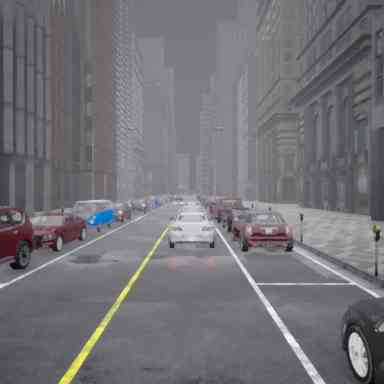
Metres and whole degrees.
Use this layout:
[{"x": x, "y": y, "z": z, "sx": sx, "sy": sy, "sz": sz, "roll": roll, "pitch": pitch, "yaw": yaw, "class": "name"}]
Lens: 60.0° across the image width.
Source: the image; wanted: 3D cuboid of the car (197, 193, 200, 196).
[{"x": 2.760, "y": 1.593, "z": 87.137, "sx": 1.802, "sy": 1.307, "sz": 4.206, "roll": 0, "pitch": 0, "yaw": 0, "class": "car"}]

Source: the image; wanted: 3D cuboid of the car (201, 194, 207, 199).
[{"x": 2.760, "y": 1.437, "z": 47.683, "sx": 1.967, "sy": 1.590, "sz": 4.097, "roll": 0, "pitch": 0, "yaw": 0, "class": "car"}]

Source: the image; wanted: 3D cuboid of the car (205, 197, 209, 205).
[{"x": 2.760, "y": 1.562, "z": 36.411, "sx": 1.947, "sy": 1.339, "sz": 4.313, "roll": 0, "pitch": 0, "yaw": 0, "class": "car"}]

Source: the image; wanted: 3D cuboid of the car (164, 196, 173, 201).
[{"x": -5.765, "y": 1.575, "z": 81.496, "sx": 1.947, "sy": 1.339, "sz": 4.313, "roll": 0, "pitch": 0, "yaw": 0, "class": "car"}]

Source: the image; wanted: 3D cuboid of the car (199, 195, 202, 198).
[{"x": 2.760, "y": 1.565, "z": 58.955, "sx": 1.947, "sy": 1.339, "sz": 4.313, "roll": 0, "pitch": 0, "yaw": 0, "class": "car"}]

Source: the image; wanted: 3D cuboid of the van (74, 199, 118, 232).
[{"x": -5.766, "y": 1.338, "z": 19.492, "sx": 1.690, "sy": 1.788, "sz": 3.998, "roll": 0, "pitch": 0, "yaw": 0, "class": "van"}]

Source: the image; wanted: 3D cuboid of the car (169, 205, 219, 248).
[{"x": 0.000, "y": 1.531, "z": 14.651, "sx": 1.812, "sy": 1.442, "sz": 4.674, "roll": 0, "pitch": 0, "yaw": 0, "class": "car"}]

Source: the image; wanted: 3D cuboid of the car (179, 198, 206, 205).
[{"x": 0.000, "y": 1.531, "z": 29.651, "sx": 1.812, "sy": 1.442, "sz": 4.674, "roll": 0, "pitch": 0, "yaw": 0, "class": "car"}]

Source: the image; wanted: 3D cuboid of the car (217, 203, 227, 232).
[{"x": 2.760, "y": 1.563, "z": 19.502, "sx": 1.947, "sy": 1.339, "sz": 4.313, "roll": 0, "pitch": 0, "yaw": 0, "class": "car"}]

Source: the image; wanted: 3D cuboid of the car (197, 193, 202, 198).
[{"x": 2.760, "y": 1.588, "z": 75.865, "sx": 1.802, "sy": 1.307, "sz": 4.206, "roll": 0, "pitch": 0, "yaw": 0, "class": "car"}]

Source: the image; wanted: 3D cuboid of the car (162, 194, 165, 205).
[{"x": -5.765, "y": 1.523, "z": 53.143, "sx": 1.752, "sy": 1.417, "sz": 4.829, "roll": 0, "pitch": 0, "yaw": 0, "class": "car"}]

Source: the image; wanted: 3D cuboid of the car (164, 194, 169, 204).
[{"x": -5.765, "y": 1.550, "z": 58.948, "sx": 2.008, "sy": 1.369, "sz": 4.403, "roll": 0, "pitch": 0, "yaw": 0, "class": "car"}]

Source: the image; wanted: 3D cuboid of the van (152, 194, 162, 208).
[{"x": -5.766, "y": 1.338, "z": 47.676, "sx": 1.690, "sy": 1.788, "sz": 3.998, "roll": 0, "pitch": 0, "yaw": 0, "class": "van"}]

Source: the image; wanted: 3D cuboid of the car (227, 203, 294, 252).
[{"x": 2.760, "y": 1.437, "z": 13.865, "sx": 1.967, "sy": 1.590, "sz": 4.097, "roll": 0, "pitch": 0, "yaw": 0, "class": "car"}]

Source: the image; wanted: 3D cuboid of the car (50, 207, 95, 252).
[{"x": -5.765, "y": 1.542, "z": 13.856, "sx": 1.887, "sy": 1.381, "sz": 4.507, "roll": 0, "pitch": 0, "yaw": 0, "class": "car"}]

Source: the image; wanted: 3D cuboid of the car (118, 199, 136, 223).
[{"x": -5.765, "y": 1.437, "z": 25.129, "sx": 1.967, "sy": 1.590, "sz": 4.097, "roll": 0, "pitch": 0, "yaw": 0, "class": "car"}]

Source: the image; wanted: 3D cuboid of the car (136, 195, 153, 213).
[{"x": -5.765, "y": 1.437, "z": 36.403, "sx": 1.967, "sy": 1.590, "sz": 4.097, "roll": 0, "pitch": 0, "yaw": 0, "class": "car"}]

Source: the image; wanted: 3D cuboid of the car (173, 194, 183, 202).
[{"x": -3.000, "y": 1.555, "z": 75.898, "sx": 1.895, "sy": 1.301, "sz": 4.718, "roll": 0, "pitch": 0, "yaw": 0, "class": "car"}]

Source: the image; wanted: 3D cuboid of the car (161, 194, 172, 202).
[{"x": -5.766, "y": 1.321, "z": 75.859, "sx": 2.192, "sy": 1.841, "sz": 5.009, "roll": 0, "pitch": 0, "yaw": 0, "class": "car"}]

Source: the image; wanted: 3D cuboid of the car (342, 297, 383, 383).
[{"x": 2.760, "y": 1.548, "z": 2.593, "sx": 2.008, "sy": 1.369, "sz": 4.403, "roll": 0, "pitch": 0, "yaw": 0, "class": "car"}]

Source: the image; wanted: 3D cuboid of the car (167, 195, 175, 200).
[{"x": -5.765, "y": 1.566, "z": 92.768, "sx": 2.008, "sy": 1.369, "sz": 4.403, "roll": 0, "pitch": 0, "yaw": 0, "class": "car"}]

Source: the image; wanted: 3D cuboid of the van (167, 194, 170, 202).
[{"x": -5.766, "y": 1.342, "z": 64.585, "sx": 1.690, "sy": 1.788, "sz": 3.998, "roll": 0, "pitch": 0, "yaw": 0, "class": "van"}]

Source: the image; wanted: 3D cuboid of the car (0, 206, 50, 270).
[{"x": -5.766, "y": 1.312, "z": 8.218, "sx": 2.192, "sy": 1.841, "sz": 5.009, "roll": 0, "pitch": 0, "yaw": 0, "class": "car"}]

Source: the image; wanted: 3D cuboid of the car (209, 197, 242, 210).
[{"x": 2.759, "y": 1.312, "z": 25.138, "sx": 2.192, "sy": 1.841, "sz": 5.009, "roll": 0, "pitch": 0, "yaw": 0, "class": "car"}]

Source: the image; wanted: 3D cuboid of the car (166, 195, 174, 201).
[{"x": -5.765, "y": 1.577, "z": 87.132, "sx": 1.947, "sy": 1.339, "sz": 4.313, "roll": 0, "pitch": 0, "yaw": 0, "class": "car"}]

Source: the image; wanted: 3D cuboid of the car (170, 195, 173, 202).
[{"x": -5.766, "y": 1.444, "z": 70.222, "sx": 1.967, "sy": 1.590, "sz": 4.097, "roll": 0, "pitch": 0, "yaw": 0, "class": "car"}]
